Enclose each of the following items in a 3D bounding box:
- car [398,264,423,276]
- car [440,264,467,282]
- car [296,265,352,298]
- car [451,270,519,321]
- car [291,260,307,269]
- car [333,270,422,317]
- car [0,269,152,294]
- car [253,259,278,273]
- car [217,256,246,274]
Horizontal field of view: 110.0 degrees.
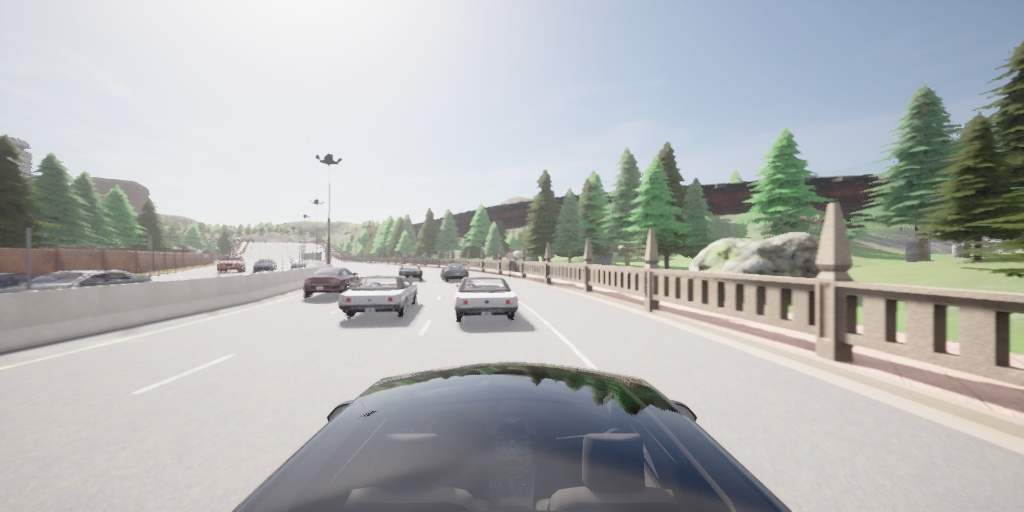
[{"bbox_3d":[-8.691,1.358,30.509,1.895,1.301,4.718,0,0,-18],"label":"car"},{"bbox_3d":[-4.723,1.319,29.361,1.994,1.385,4.181,0,0,-16],"label":"car"},{"bbox_3d":[-9.167,1.282,18.489,1.812,1.442,4.674,0,0,-12],"label":"car"},{"bbox_3d":[-1.013,1.353,12.505,1.895,1.301,4.718,0,0,-7],"label":"car"},{"bbox_3d":[-29.861,1.261,50.316,2.128,1.511,4.902,0,0,-32],"label":"car"},{"bbox_3d":[-4.622,1.354,13.118,1.895,1.301,4.718,0,0,-8],"label":"car"},{"bbox_3d":[-15.397,1.250,12.709,2.128,1.511,4.902,0,0,-9],"label":"car"},{"bbox_3d":[-29.364,1.121,42.832,2.097,1.767,4.553,0,0,-28],"label":"car"},{"bbox_3d":[-33.516,0.993,43.061,2.150,2.045,5.566,0,0,-30],"label":"car"}]
